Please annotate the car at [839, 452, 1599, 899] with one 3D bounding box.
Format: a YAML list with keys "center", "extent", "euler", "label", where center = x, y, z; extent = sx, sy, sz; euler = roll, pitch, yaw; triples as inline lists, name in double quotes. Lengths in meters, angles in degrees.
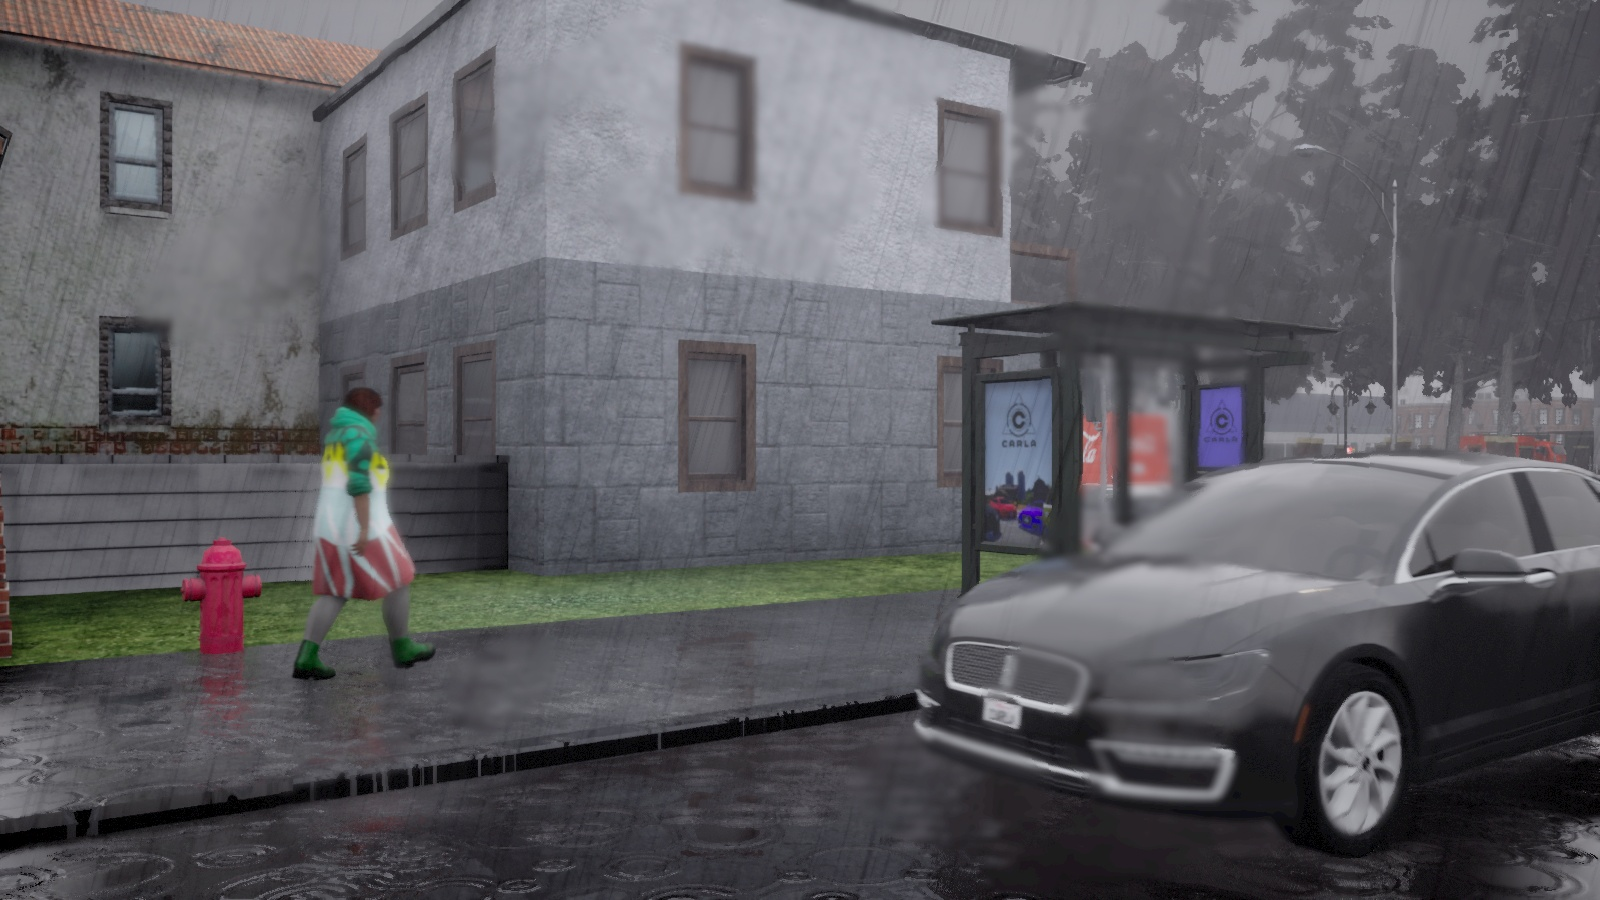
- center: [2.705, 0.759, 6.170]
  extent: [4.892, 1.490, 1.837]
  euler: [0, 0, -35]
  label: "car"

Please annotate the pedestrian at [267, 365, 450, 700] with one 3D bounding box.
- center: [-2.757, 0.480, 7.860]
  extent: [0.659, 1.952, 0.873]
  euler: [0, 0, 44]
  label: "pedestrian"

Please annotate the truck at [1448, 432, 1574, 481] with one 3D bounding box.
- center: [37.659, 0.341, 66.607]
  extent: [2.627, 2.467, 5.204]
  euler: [0, 0, -35]
  label: "truck"
